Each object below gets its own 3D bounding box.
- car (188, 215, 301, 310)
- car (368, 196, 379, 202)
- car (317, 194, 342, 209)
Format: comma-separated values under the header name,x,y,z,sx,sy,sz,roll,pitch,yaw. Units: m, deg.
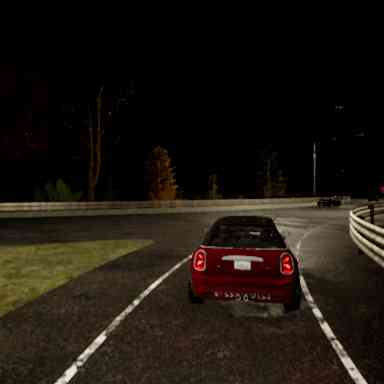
name,x,y,z,sx,sy,sz,roll,pitch,yaw
car,1.304,1.340,8.091,2.097,1.767,4.553,0,0,11
car,40.344,1.489,74.095,1.895,1.301,4.718,0,0,25
car,18.824,1.418,45.484,4.902,1.511,2.128,0,0,-45
